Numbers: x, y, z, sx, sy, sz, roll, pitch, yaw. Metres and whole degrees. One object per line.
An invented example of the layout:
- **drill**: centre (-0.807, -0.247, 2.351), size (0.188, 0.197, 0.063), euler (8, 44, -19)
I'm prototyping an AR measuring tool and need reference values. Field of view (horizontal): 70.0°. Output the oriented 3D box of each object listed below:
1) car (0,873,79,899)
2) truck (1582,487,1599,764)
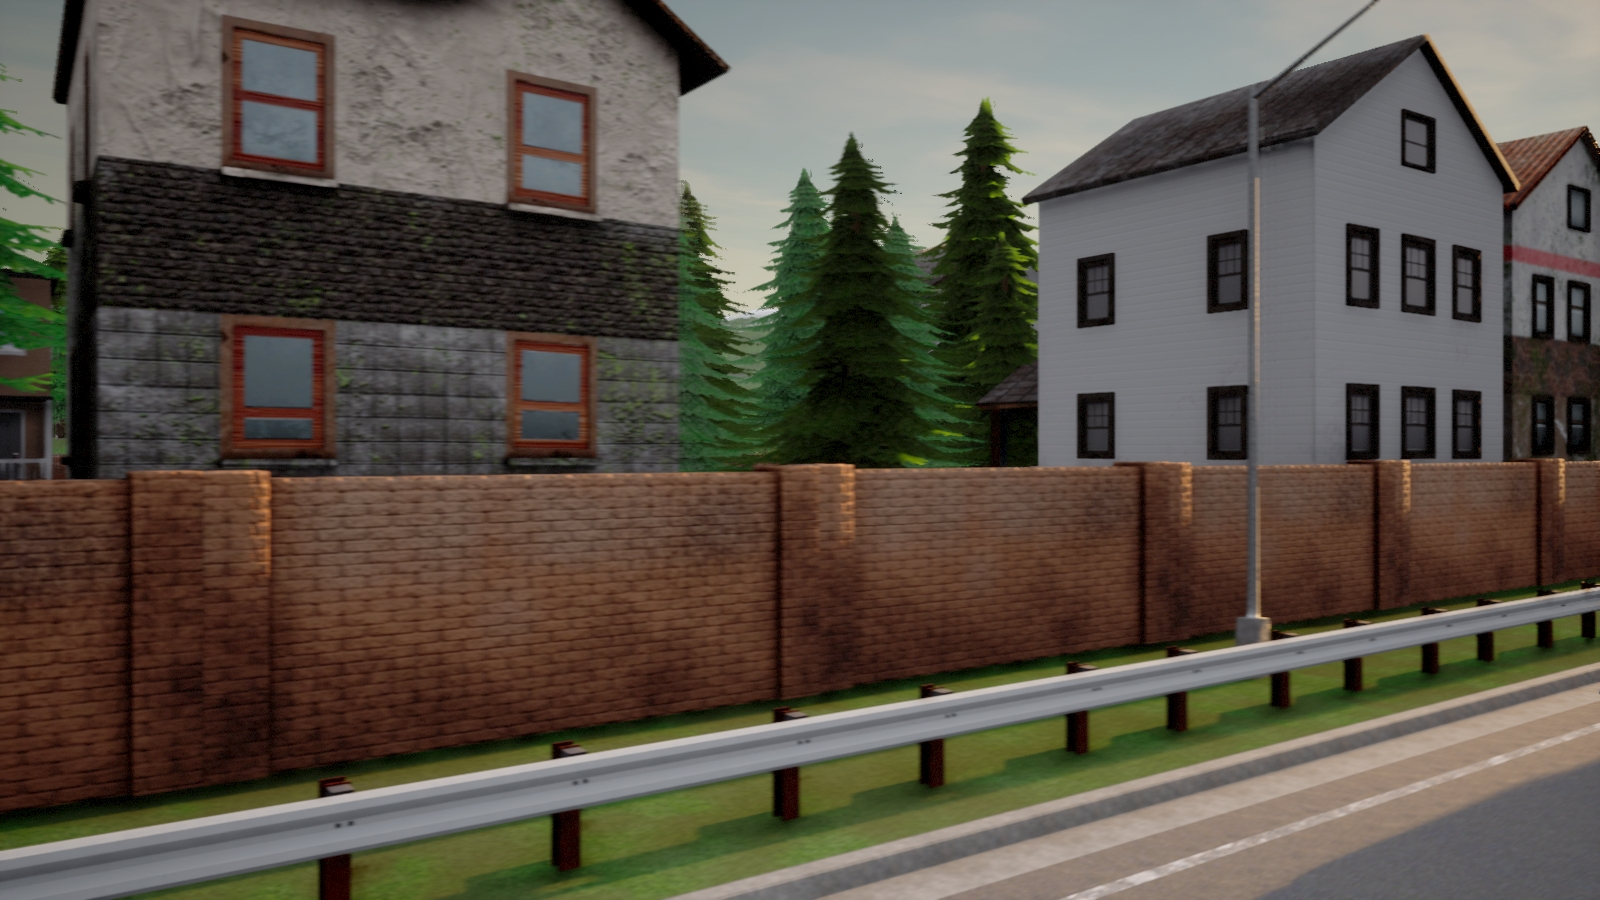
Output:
- **car**: centre (-3.482, 2.038, 1.350), size (4.514, 1.525, 2.007), euler (0, 0, -35)
- **truck**: centre (9.962, 1.576, 10.762), size (5.204, 2.467, 2.627), euler (0, 0, -35)
